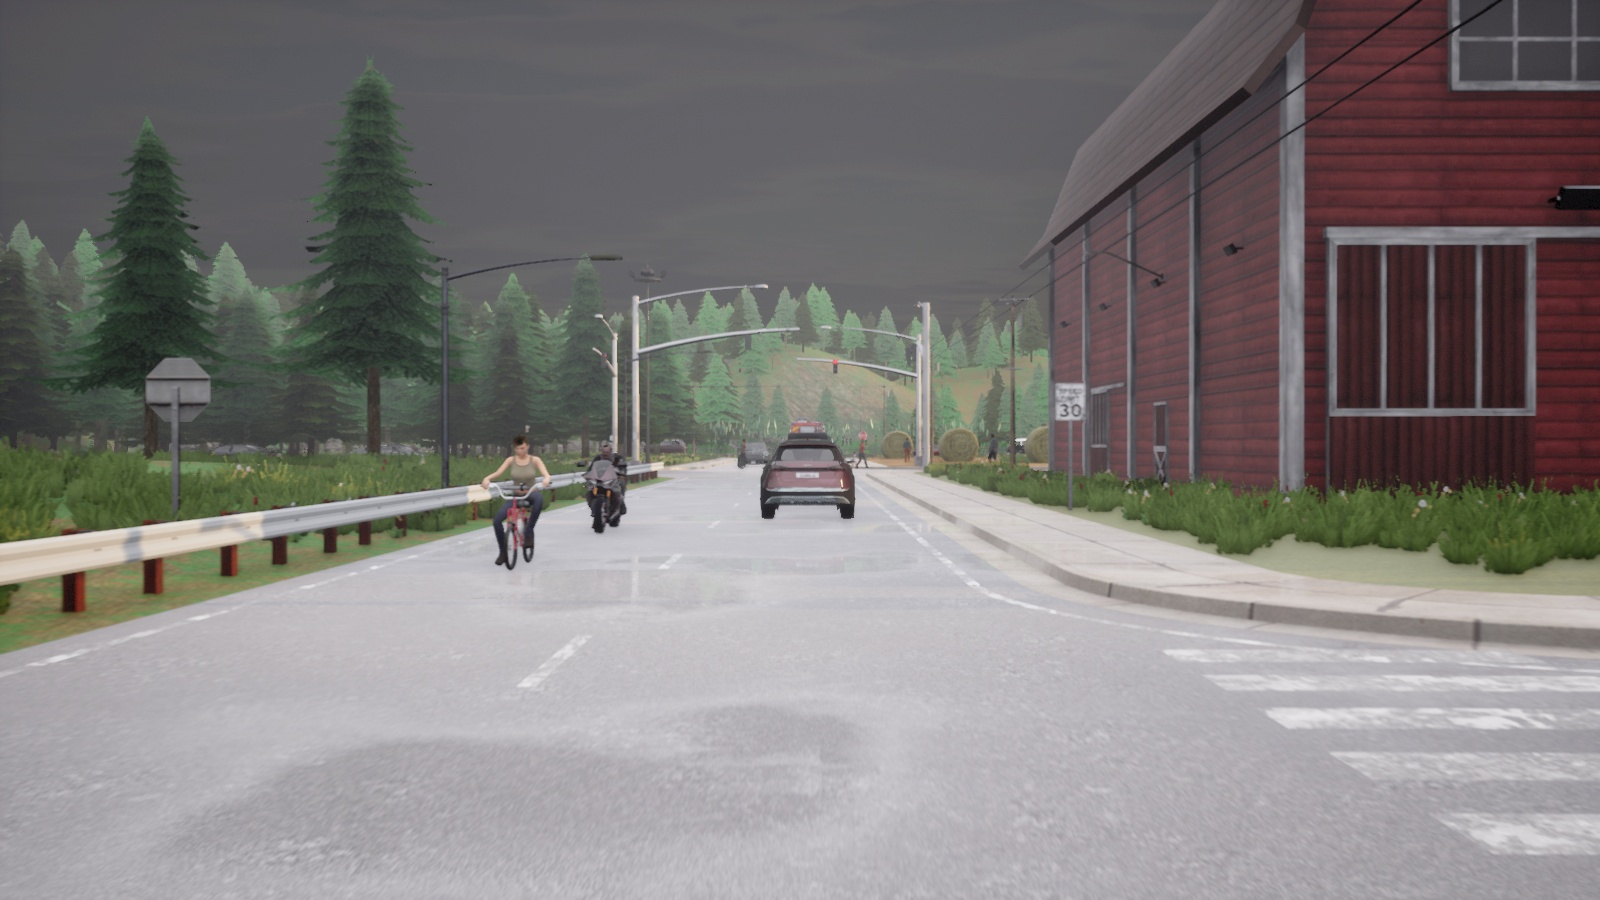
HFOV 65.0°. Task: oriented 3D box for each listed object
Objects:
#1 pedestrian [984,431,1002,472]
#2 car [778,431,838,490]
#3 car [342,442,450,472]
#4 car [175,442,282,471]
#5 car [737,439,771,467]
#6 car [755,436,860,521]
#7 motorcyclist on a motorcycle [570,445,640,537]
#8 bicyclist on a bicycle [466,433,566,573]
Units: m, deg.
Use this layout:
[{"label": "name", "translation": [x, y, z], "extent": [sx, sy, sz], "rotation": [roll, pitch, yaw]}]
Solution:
[{"label": "pedestrian", "translation": [9.275, 0.064, 60.419], "extent": [0.423, 1.949, 0.788], "rotation": [0, 0, -34]}, {"label": "car", "translation": [0.256, 0.337, 42.041], "extent": [1.905, 1.878, 3.866], "rotation": [0, 0, 0]}, {"label": "car", "translation": [-20.898, 0.341, 65.050], "extent": [4.902, 1.511, 2.128], "rotation": [0, 0, -1]}, {"label": "car", "translation": [-31.100, 0.338, 68.431], "extent": [5.008, 1.535, 1.882], "rotation": [0, 0, -1]}, {"label": "car", "translation": [-3.009, 0.195, 83.313], "extent": [2.097, 1.767, 4.553], "rotation": [0, 0, 0]}, {"label": "car", "translation": [0.166, 0.545, 26.866], "extent": [2.033, 1.649, 4.856], "rotation": [0, 0, 0]}, {"label": "motorcyclist on a motorcycle", "translation": [-3.360, 0.672, 21.824], "extent": [0.866, 1.530, 2.191], "rotation": [0, 0, 0]}, {"label": "bicyclist on a bicycle", "translation": [-3.405, 0.606, 15.182], "extent": [0.866, 1.612, 1.509], "rotation": [0, 0, 0]}]
